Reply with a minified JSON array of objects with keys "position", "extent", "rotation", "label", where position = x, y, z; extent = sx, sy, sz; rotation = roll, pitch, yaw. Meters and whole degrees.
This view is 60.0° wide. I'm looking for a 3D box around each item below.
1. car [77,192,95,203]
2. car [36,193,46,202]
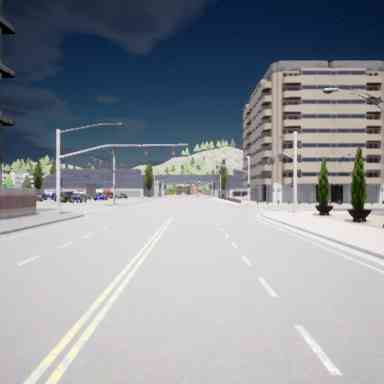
[{"position":[-26.710,1.368,83.848],"extent":[1.970,1.475,3.806],"rotation":[0,0,0],"label":"car"},{"position":[-32.532,1.365,68.766],"extent":[1.970,1.475,3.806],"rotation":[0,0,0],"label":"car"}]
